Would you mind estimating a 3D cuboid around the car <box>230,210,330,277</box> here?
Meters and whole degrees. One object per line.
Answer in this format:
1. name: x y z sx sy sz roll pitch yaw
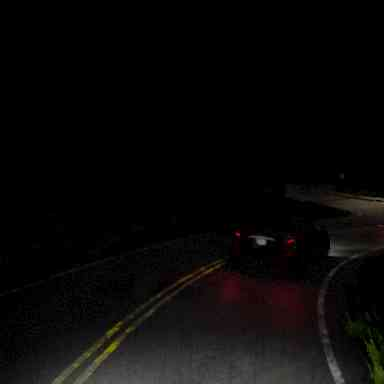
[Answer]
1. car: 3.109 1.428 11.089 2.097 1.767 4.553 3 2 33
